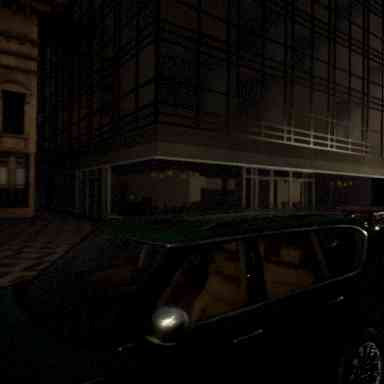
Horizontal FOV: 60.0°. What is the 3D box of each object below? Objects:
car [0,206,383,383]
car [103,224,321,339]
[{"bbox_3d":[-0.116,1.234,3.287,5.566,2.045,2.150,0,0,-36],"label":"car"},{"bbox_3d":[0.608,1.579,7.188,4.507,1.381,1.887,1,0,-35],"label":"car"}]
